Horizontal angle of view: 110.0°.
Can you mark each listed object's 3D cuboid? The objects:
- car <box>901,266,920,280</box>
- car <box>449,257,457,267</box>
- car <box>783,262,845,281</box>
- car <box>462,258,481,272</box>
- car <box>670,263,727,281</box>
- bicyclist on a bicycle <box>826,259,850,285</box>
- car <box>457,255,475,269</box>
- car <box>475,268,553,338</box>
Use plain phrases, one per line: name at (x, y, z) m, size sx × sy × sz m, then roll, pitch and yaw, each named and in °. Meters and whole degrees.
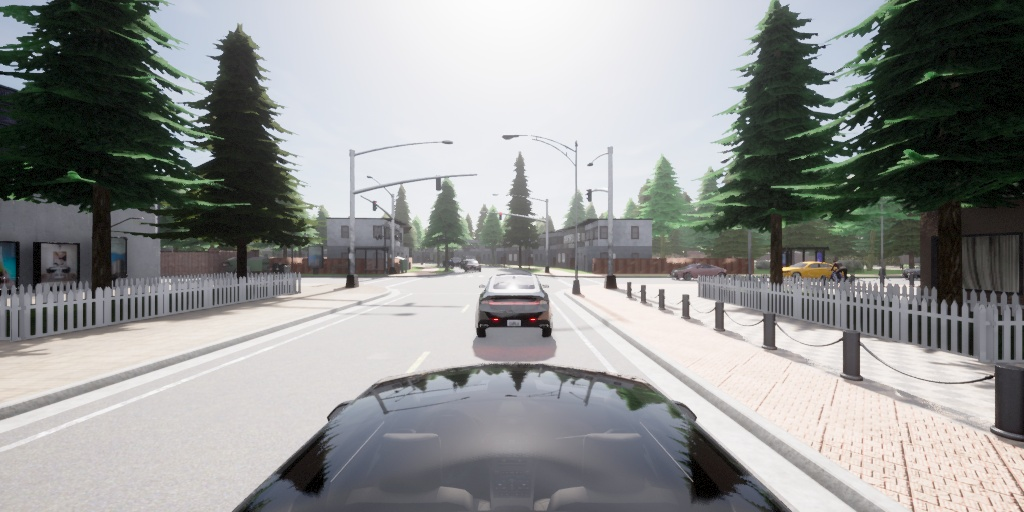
car at (34.549, 1.239, 28.939) m, size 4.892 × 1.490 × 1.837 m, roll 0°, pitch 0°, yaw 2°
car at (-9.919, 1.067, 64.064) m, size 2.097 × 1.767 × 4.553 m, roll 0°, pitch 0°, yaw -24°
car at (24.177, 1.212, 29.261) m, size 5.008 × 1.535 × 1.882 m, roll 0°, pitch 0°, yaw 2°
car at (-4.940, 1.279, 45.332) m, size 1.994 × 1.385 × 4.181 m, roll 0°, pitch 0°, yaw -7°
car at (15.297, 1.299, 29.516) m, size 4.181 × 1.385 × 1.994 m, roll 0°, pitch 0°, yaw 2°
bicyclist on a bicycle at (19.887, 1.035, 21.898) m, size 0.582 × 1.620 × 1.656 m, roll 0°, pitch 0°, yaw 2°
car at (-6.543, 0.937, 54.496) m, size 2.150 × 2.045 × 5.566 m, roll 0°, pitch 0°, yaw -15°
car at (0.057, 1.242, 10.213) m, size 2.128 × 1.511 × 4.902 m, roll 0°, pitch 0°, yaw 0°
